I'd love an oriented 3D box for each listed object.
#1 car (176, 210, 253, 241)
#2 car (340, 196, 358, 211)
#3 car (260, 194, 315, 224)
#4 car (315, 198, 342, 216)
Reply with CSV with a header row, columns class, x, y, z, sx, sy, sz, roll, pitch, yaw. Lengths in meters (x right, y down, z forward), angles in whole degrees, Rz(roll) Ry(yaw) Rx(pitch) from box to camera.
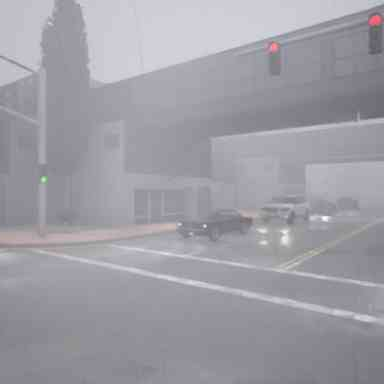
class,x,y,z,sx,sy,sz,roll,pitch,yaw
car,1.252,1.593,16.945,1.895,1.301,4.718,0,0,36
car,19.090,1.343,41.179,2.097,1.767,4.553,0,0,37
car,7.106,1.213,24.930,2.150,2.045,5.566,0,0,36
car,13.039,1.555,33.003,1.994,1.385,4.181,0,0,36
